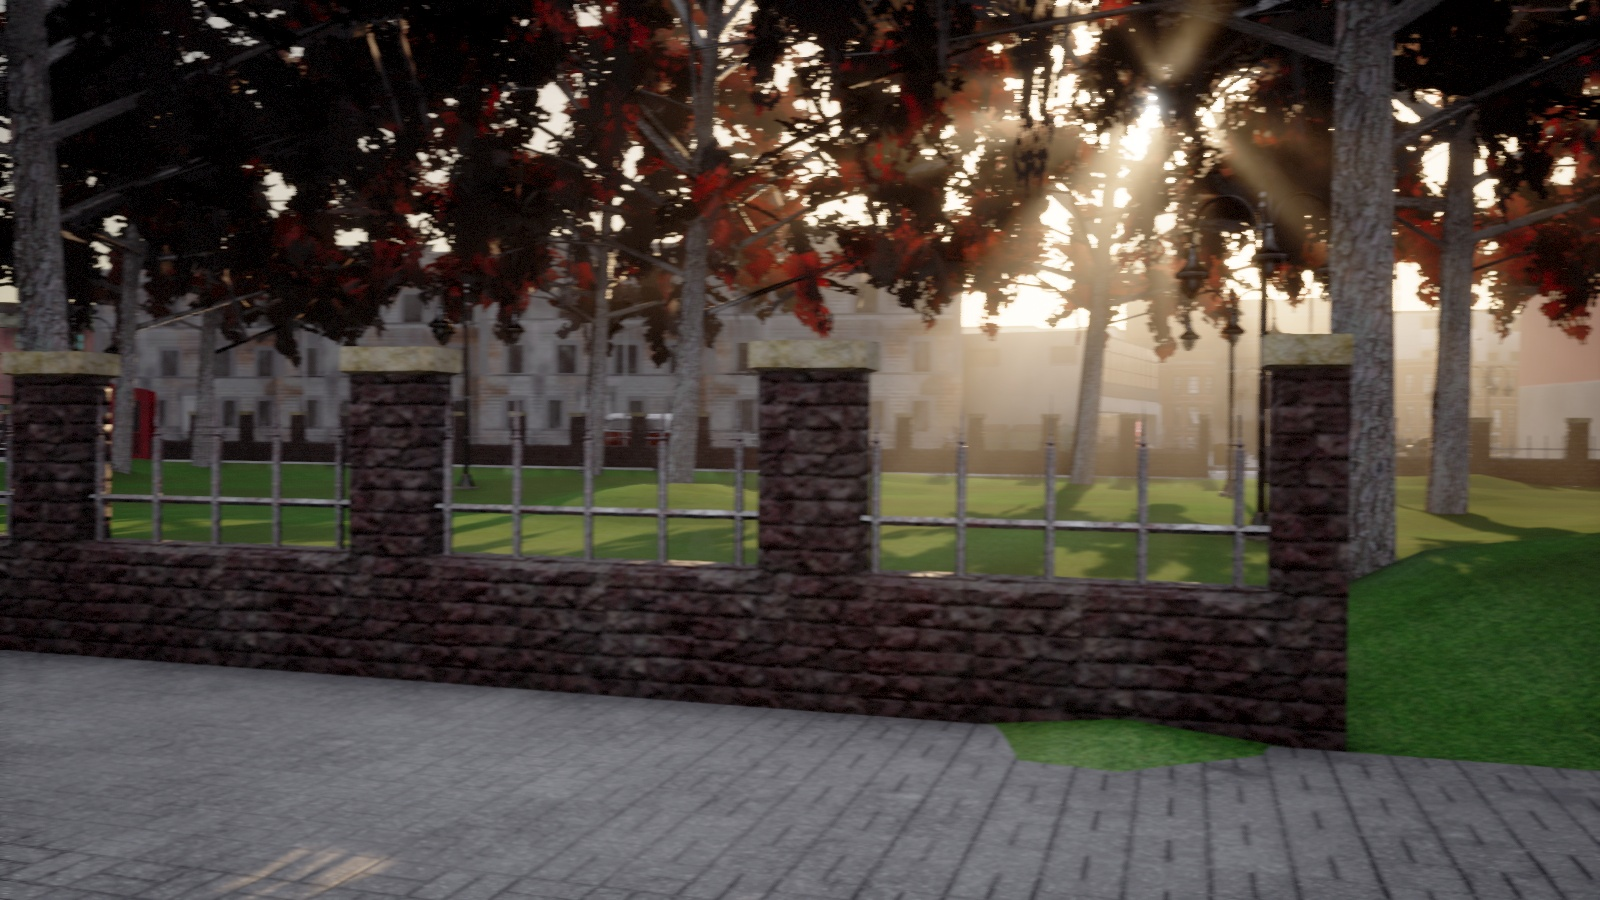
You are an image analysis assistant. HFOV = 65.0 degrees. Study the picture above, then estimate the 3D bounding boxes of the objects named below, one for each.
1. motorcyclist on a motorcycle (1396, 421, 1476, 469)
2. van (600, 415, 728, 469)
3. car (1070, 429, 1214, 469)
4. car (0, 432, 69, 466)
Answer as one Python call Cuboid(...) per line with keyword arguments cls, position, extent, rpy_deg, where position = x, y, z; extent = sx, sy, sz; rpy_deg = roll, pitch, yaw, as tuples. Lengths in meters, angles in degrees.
Cuboid(cls="motorcyclist on a motorcycle", position=(20.630, -0.152, 40.794), extent=(2.191, 1.530, 0.866), rpy_deg=(0, 1, 17))
Cuboid(cls="van", position=(-5.266, -0.316, 48.819), extent=(4.480, 2.038, 2.069), rpy_deg=(0, 1, 17))
Cuboid(cls="car", position=(11.856, -0.037, 43.523), extent=(4.718, 1.301, 1.895), rpy_deg=(0, 1, 17))
Cuboid(cls="car", position=(-39.294, -0.051, 62.421), extent=(4.611, 1.667, 2.242), rpy_deg=(-1, 1, -1))
